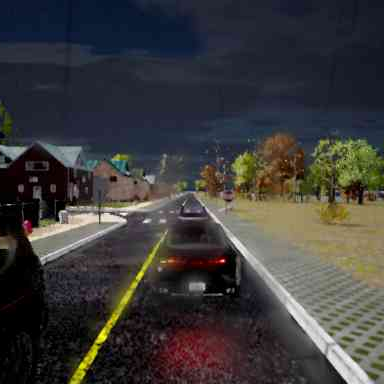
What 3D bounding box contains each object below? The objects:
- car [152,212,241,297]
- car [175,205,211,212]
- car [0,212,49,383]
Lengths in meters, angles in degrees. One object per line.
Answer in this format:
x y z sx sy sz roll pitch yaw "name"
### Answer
0.087 1.497 8.546 1.837 1.490 4.892 0 0 0 "car"
0.070 1.475 18.405 2.128 1.511 4.902 0 0 0 "car"
-2.848 1.220 1.908 2.150 2.045 5.566 0 0 0 "car"
